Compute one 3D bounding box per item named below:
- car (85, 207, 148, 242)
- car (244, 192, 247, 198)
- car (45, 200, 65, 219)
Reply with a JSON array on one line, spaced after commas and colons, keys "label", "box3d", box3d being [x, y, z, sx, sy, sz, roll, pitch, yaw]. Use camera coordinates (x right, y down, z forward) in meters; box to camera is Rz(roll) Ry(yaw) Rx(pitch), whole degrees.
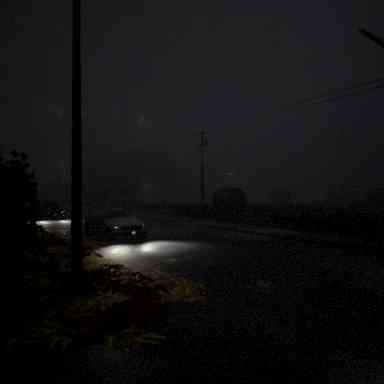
[{"label": "car", "box3d": [-3.924, 1.519, 16.548, 1.812, 1.442, 4.674, 0, 0, -36]}, {"label": "car", "box3d": [12.446, 1.054, 81.807, 1.905, 1.878, 3.866, 6, 3, 11]}, {"label": "car", "box3d": [-12.094, 1.492, 27.972, 1.837, 1.490, 4.892, 0, 2, -36]}]
